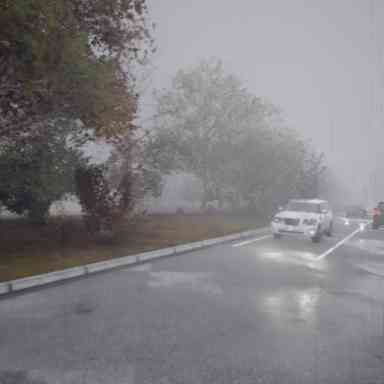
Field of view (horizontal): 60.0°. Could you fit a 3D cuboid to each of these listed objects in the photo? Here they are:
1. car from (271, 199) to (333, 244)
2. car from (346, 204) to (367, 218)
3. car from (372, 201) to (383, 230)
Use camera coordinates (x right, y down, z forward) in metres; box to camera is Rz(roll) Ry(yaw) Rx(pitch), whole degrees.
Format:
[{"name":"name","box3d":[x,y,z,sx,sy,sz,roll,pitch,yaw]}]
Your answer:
[{"name":"car","box3d":[6.056,1.417,17.764,2.150,2.045,5.566,2,0,32]},{"name":"car","box3d":[18.822,2.160,37.944,1.837,1.490,4.892,2,0,32]},{"name":"car","box3d":[14.827,1.746,24.763,2.150,2.045,5.566,2,0,33]}]
